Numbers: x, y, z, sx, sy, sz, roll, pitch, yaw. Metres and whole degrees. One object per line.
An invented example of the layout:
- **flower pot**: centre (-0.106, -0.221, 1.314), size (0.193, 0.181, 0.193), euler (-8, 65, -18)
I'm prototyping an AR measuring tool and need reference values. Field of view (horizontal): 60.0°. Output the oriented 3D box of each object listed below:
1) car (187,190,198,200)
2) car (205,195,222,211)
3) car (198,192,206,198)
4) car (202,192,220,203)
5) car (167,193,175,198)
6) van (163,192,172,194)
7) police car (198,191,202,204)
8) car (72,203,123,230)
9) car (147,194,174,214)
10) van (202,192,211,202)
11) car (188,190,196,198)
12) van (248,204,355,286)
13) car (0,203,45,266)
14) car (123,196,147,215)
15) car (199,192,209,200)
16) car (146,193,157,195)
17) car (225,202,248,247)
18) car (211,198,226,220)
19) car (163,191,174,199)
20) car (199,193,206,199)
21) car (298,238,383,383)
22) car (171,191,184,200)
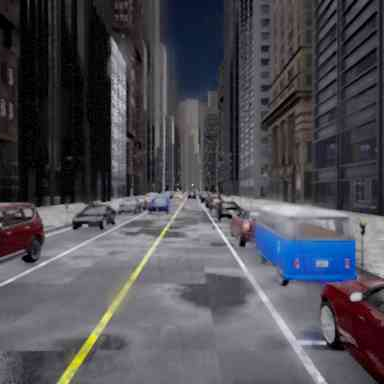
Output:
- **car**: centre (0.004, 0.918, 72.241), size (1.882, 1.535, 5.008), euler (0, 0, 0)
- **car**: centre (2.765, 1.340, 36.962), size (1.802, 1.307, 4.206), euler (0, 0, 0)
- **car**: centre (2.768, 0.864, 93.051), size (1.967, 1.590, 4.097), euler (0, 0, 0)
- **car**: centre (2.766, 1.039, 42.569), size (2.192, 1.841, 5.009), euler (0, 0, 0)
- **car**: centre (-5.757, 0.975, 93.043), size (2.008, 1.369, 4.403), euler (0, 0, 0)
- **van**: centre (-5.758, 0.864, 76.214), size (1.690, 1.788, 3.998), euler (0, 0, 0)
- **police car**: centre (2.369, 1.077, 54.459), size (1.930, 1.638, 5.238), euler (0, 0, 0)
- **car**: centre (-5.761, 1.431, 20.121), size (1.947, 1.339, 4.313), euler (0, 0, 0)
- **car**: centre (-3.095, 1.264, 32.331), size (1.882, 1.535, 5.008), euler (0, 0, 0)
- **van**: centre (2.767, 0.930, 65.005), size (1.690, 1.788, 3.998), euler (0, 0, 0)
- **car**: centre (0.005, 0.595, 91.922), size (2.150, 2.045, 5.566), euler (0, 0, 0)
- **van**: centre (2.764, 1.280, 8.915), size (1.690, 1.788, 3.998), euler (0, 0, 0)
- **car**: centre (-5.761, 1.254, 8.901), size (2.192, 1.841, 5.009), euler (0, 0, 0)
- **car**: centre (-5.760, 1.344, 31.340), size (2.008, 1.369, 4.403), euler (0, 0, 0)
- **car**: centre (2.767, 0.837, 76.223), size (2.192, 1.841, 5.009), euler (0, 0, 0)
- **car**: centre (-5.760, 1.251, 42.389), size (1.752, 1.417, 4.829), euler (0, 0, 0)
- **car**: centre (2.764, 1.341, 14.525), size (1.967, 1.590, 4.097), euler (0, 0, 0)
- **car**: centre (2.765, 1.394, 25.744), size (1.947, 1.339, 4.313), euler (0, 0, 0)
- **car**: centre (-5.757, 0.805, 81.823), size (2.192, 1.841, 5.009), euler (0, 0, 0)
- **car**: centre (2.768, 1.001, 87.443), size (1.887, 1.381, 4.507), euler (0, 0, 0)
- **car**: centre (2.764, 1.521, 3.308), size (1.887, 1.381, 4.507), euler (0, 0, 0)
- **car**: centre (-2.996, 0.970, 73.652), size (1.882, 1.535, 5.008), euler (0, 0, 0)
